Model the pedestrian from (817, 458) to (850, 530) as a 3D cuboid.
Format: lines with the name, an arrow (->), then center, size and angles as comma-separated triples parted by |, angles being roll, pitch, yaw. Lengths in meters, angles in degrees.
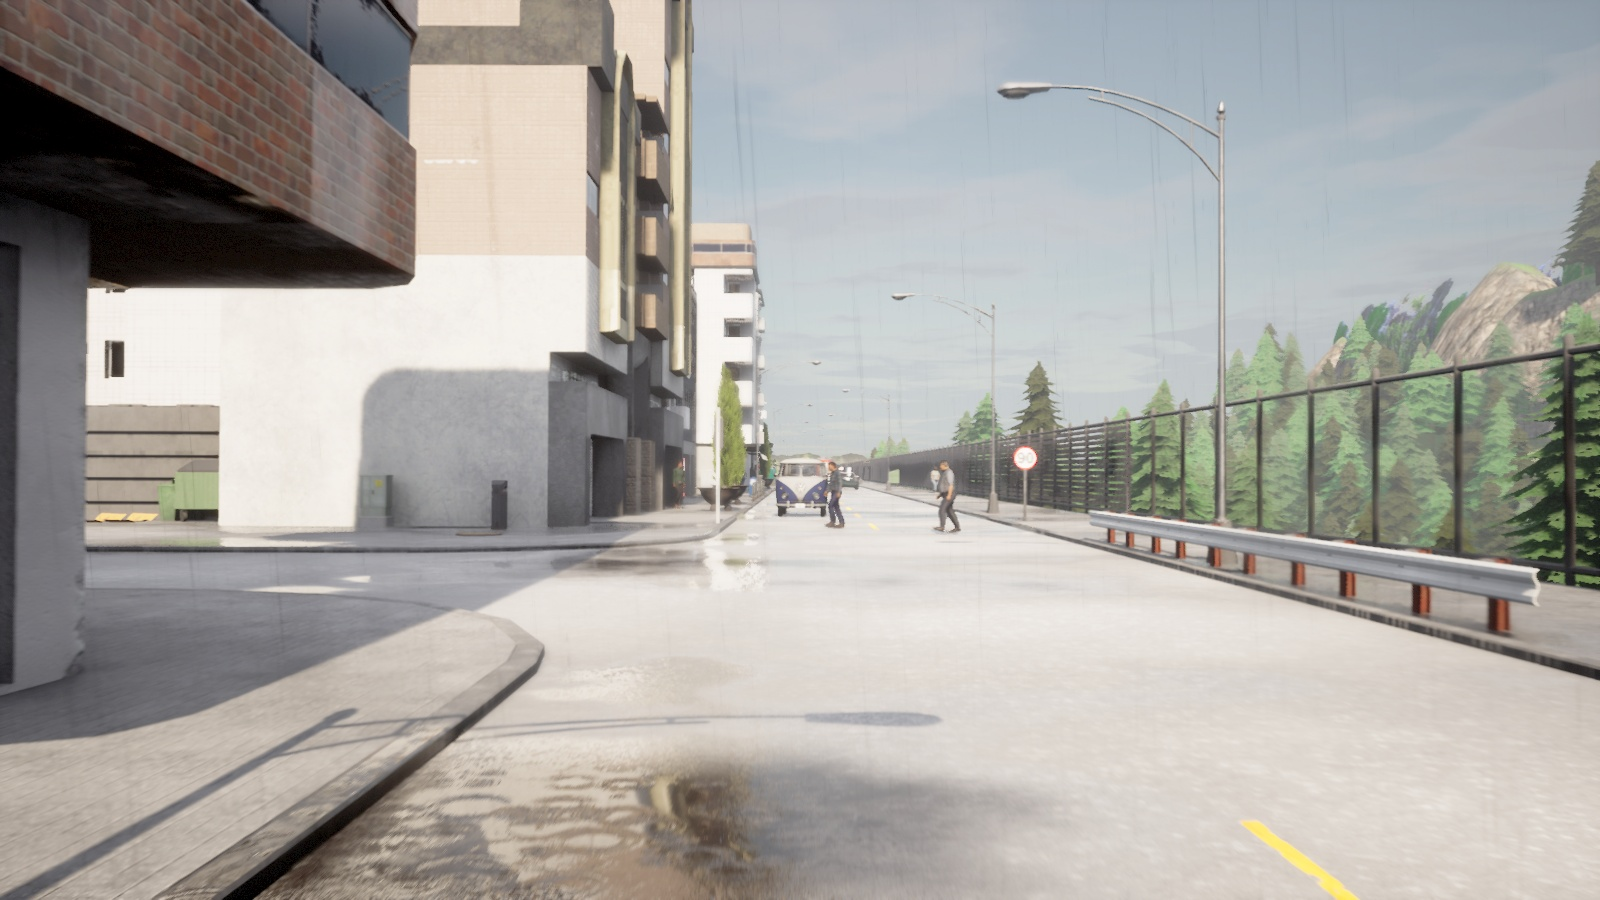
pedestrian -> 0.915, 1.187, 34.093 | 0.788, 1.949, 0.423 | 0, -1, -14

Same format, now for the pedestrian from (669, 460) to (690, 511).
pedestrian -> -4.591, 1.343, 47.805 | 0.423, 1.949, 0.788 | 1, -1, -44

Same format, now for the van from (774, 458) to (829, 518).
van -> 0.104, 1.307, 44.237 | 1.775, 1.987, 4.442 | 0, -1, 2

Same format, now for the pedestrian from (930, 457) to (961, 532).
pedestrian -> 3.600, 1.103, 31.140 | 0.694, 1.848, 0.540 | 0, -1, 1

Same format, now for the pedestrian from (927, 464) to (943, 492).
pedestrian -> 9.131, 1.910, 84.970 | 0.874, 1.855, 0.900 | 0, -1, -5
